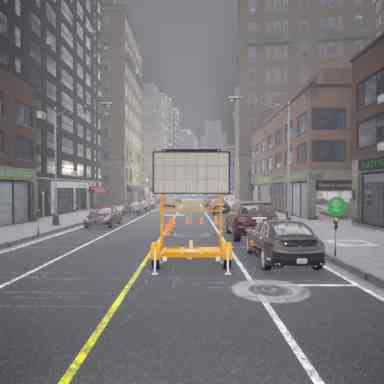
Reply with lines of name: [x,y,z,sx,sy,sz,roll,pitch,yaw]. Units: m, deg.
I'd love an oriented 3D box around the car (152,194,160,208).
car: [-5.753,1.423,43.781,1.967,1.590,4.097,-1,0,0]

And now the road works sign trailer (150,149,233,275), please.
road works sign trailer: [-0.019,0.462,10.444,2.380,3.560,2.880,0,0,0]

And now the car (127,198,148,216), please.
car: [-5.733,1.573,32.765,1.802,1.307,4.206,-1,0,0]

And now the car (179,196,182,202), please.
car: [-3.120,1.435,66.981,1.882,1.535,5.008,0,0,0]

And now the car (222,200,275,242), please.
car: [2.819,1.312,16.274,2.192,1.841,5.009,-1,0,0]

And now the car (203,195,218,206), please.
car: [2.764,1.544,49.312,1.947,1.339,4.313,-1,0,0]

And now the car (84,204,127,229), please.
car: [-5.713,1.577,21.750,1.802,1.307,4.206,-1,0,0]

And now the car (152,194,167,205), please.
car: [-5.784,1.281,60.304,2.192,1.841,5.009,-1,0,0]

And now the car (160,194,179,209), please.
car: [-3.177,1.459,44.920,1.882,1.535,5.008,0,0,0]

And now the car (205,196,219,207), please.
car: [2.783,1.513,38.469,1.752,1.417,4.829,-1,0,0]

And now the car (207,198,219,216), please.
car: [2.792,1.557,32.793,1.947,1.339,4.313,-1,0,0]

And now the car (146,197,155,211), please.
car: [-5.742,1.569,38.273,1.802,1.307,4.206,-1,0,0]

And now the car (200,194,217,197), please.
car: [2.754,1.538,54.819,1.947,1.339,4.313,-1,0,0]

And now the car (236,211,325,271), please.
car: [2.831,1.549,10.768,2.008,1.369,4.403,-1,0,0]

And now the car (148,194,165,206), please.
car: [-5.774,1.287,54.796,2.192,1.841,5.009,-1,0,0]
